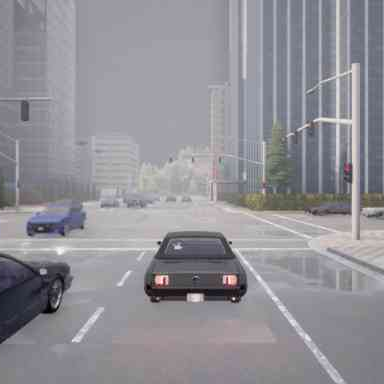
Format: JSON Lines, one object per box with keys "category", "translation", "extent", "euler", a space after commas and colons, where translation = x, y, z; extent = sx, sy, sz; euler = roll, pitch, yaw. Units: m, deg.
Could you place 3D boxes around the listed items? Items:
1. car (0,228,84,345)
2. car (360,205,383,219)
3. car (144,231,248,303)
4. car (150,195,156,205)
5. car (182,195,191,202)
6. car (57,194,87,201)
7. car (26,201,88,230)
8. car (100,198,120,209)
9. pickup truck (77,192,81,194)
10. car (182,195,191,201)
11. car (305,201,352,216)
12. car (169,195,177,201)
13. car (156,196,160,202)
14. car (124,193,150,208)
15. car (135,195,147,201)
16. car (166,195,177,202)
{"category": "car", "translation": [-3.436, 1.547, 4.568], "extent": [2.033, 1.411, 5.357], "euler": [0, 0, 0]}
{"category": "car", "translation": [16.937, 1.601, 28.066], "extent": [4.718, 1.301, 1.895], "euler": [0, 0, 0]}
{"category": "car", "translation": [0.066, 1.601, 8.164], "extent": [1.895, 1.301, 4.718], "euler": [0, 0, 0]}
{"category": "car", "translation": [-8.071, 1.353, 59.284], "extent": [2.097, 1.767, 4.553], "euler": [0, 0, 0]}
{"category": "car", "translation": [-1.231, 1.553, 75.009], "extent": [1.994, 1.385, 4.181], "euler": [0, 0, -1]}
{"category": "car", "translation": [-11.023, 1.352, 29.127], "extent": [2.097, 1.767, 4.553], "euler": [0, 0, -1]}
{"category": "car", "translation": [-7.265, 1.477, 18.331], "extent": [1.882, 1.535, 5.008], "euler": [0, 0, -1]}
{"category": "car", "translation": [-11.387, 1.564, 46.281], "extent": [1.994, 1.385, 4.181], "euler": [0, 0, -1]}
{"category": "pickup truck", "translation": [-24.771, 1.058, 69.220], "extent": [2.390, 2.098, 6.274], "euler": [0, 0, 30]}
{"category": "car", "translation": [-1.389, 1.540, 84.784], "extent": [2.033, 1.411, 5.357], "euler": [0, 0, -1]}
{"category": "car", "translation": [13.582, 1.547, 31.573], "extent": [5.357, 1.411, 2.033], "euler": [0, 0, -3]}
{"category": "car", "translation": [-4.888, 1.524, 84.716], "extent": [1.812, 1.442, 4.674], "euler": [0, 0, -1]}
{"category": "car", "translation": [-8.226, 1.549, 74.249], "extent": [1.994, 1.385, 4.181], "euler": [0, 0, -1]}
{"category": "car", "translation": [-7.924, 1.221, 48.177], "extent": [2.150, 2.045, 5.566], "euler": [0, 0, -1]}
{"category": "car", "translation": [-11.778, 1.363, 77.584], "extent": [2.128, 1.511, 4.902], "euler": [0, 0, -1]}
{"category": "car", "translation": [-4.721, 1.500, 74.548], "extent": [1.837, 1.490, 4.892], "euler": [0, 0, -1]}
